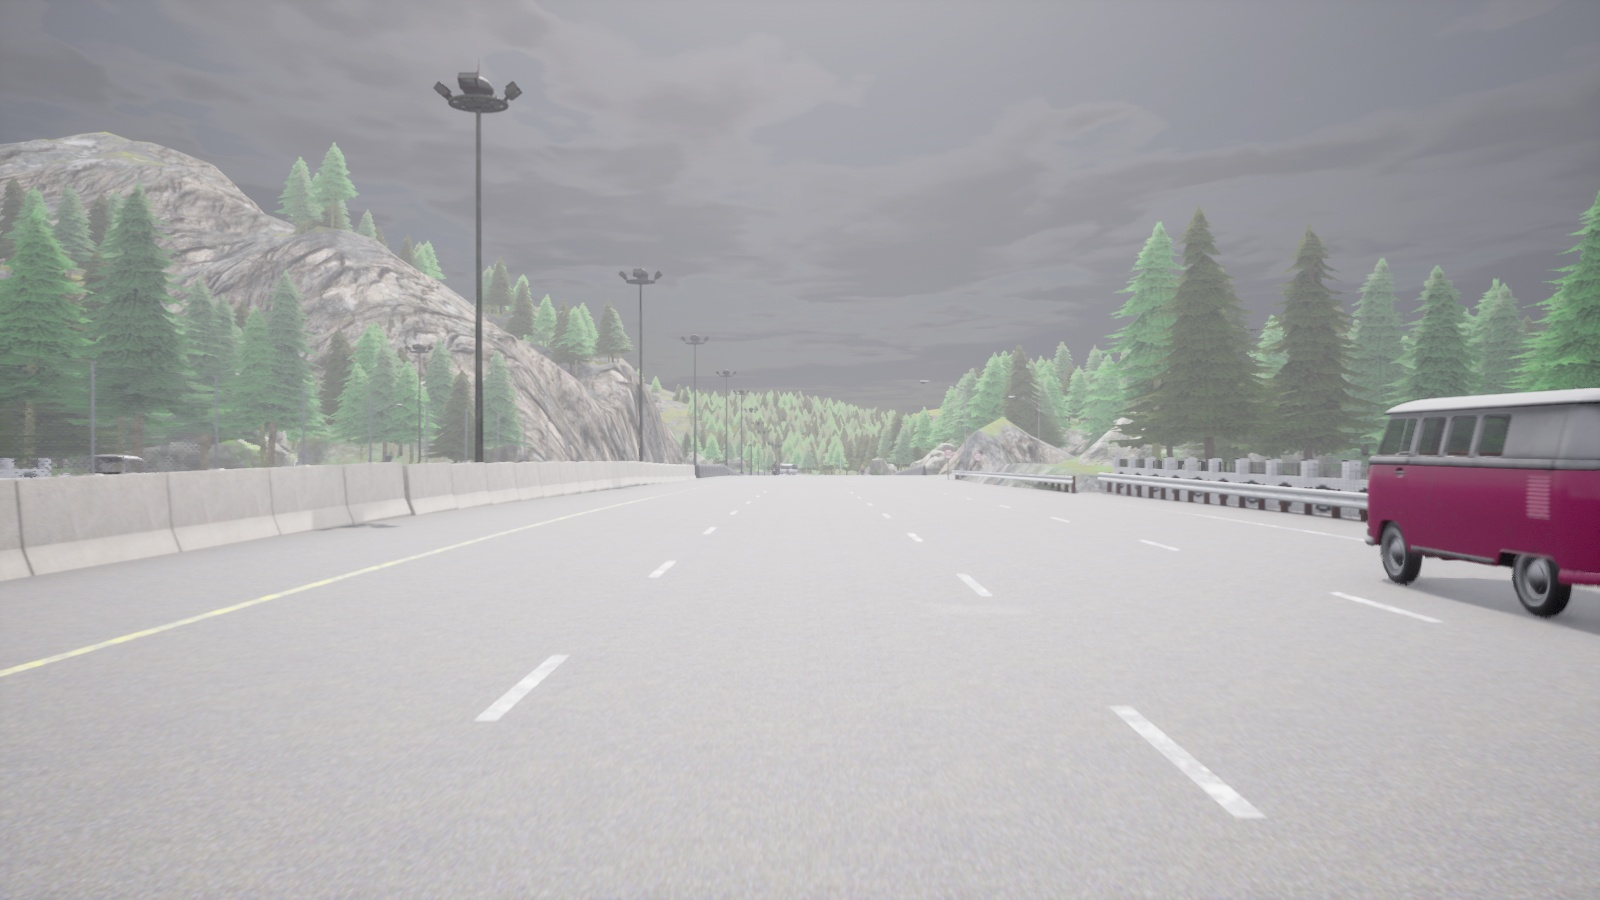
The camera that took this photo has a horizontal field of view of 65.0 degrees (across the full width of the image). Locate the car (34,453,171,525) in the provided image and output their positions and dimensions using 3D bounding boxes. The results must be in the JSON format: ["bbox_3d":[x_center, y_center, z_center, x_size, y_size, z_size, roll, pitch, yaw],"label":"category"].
[{"bbox_3d":[-13.843,0.748,25.031,1.481,1.376,2.207,0,-1,0],"label":"car"}]

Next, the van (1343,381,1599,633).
[{"bbox_3d":[7.085,0.447,12.125,1.775,1.987,4.442,0,0,0],"label":"van"}]
